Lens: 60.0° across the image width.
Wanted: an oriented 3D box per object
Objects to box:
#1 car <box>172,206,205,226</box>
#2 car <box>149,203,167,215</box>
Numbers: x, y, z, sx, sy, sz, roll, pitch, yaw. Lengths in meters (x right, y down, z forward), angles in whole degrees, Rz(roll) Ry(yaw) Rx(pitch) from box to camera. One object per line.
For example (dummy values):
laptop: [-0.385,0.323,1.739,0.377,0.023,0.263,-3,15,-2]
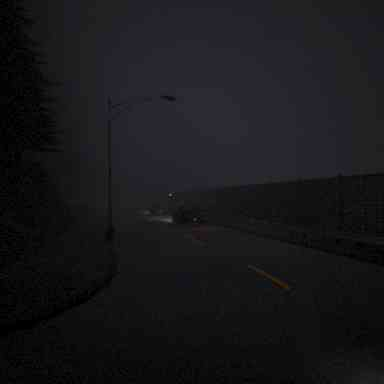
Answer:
car: [-0.382,1.911,27.605,2.128,1.511,4.902,-1,-1,-14]
car: [-4.562,2.210,43.915,2.128,1.511,4.902,-1,-1,-14]
